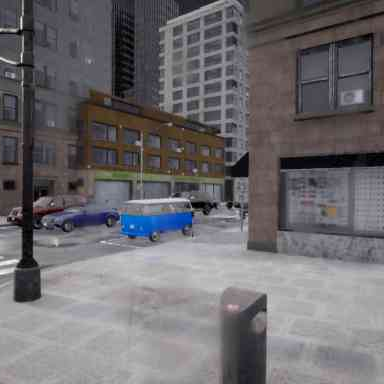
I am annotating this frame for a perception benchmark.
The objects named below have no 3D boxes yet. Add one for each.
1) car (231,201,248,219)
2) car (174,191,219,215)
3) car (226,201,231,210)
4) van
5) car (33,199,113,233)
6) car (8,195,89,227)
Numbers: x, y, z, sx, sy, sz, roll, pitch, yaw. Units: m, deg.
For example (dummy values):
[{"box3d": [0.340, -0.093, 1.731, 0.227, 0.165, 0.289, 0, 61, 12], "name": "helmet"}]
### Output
[{"box3d": [5.036, 1.280, 24.614, 2.008, 1.369, 4.403, 1, 1, 35], "name": "car"}, {"box3d": [-0.405, 0.924, 27.082, 2.150, 2.045, 5.566, 0, 1, 35], "name": "car"}, {"box3d": [5.458, 1.178, 35.369, 1.895, 1.301, 4.718, 1, 1, 36], "name": "car"}, {"box3d": [-1.439, 1.208, 15.451, 1.690, 1.788, 3.998, 1, 1, 35], "name": "van"}, {"box3d": [-6.177, 1.351, 18.926, 1.812, 1.442, 4.674, 0, 1, 35], "name": "car"}, {"box3d": [-8.399, 1.123, 20.372, 2.192, 1.841, 5.009, 1, 1, 35], "name": "car"}]
